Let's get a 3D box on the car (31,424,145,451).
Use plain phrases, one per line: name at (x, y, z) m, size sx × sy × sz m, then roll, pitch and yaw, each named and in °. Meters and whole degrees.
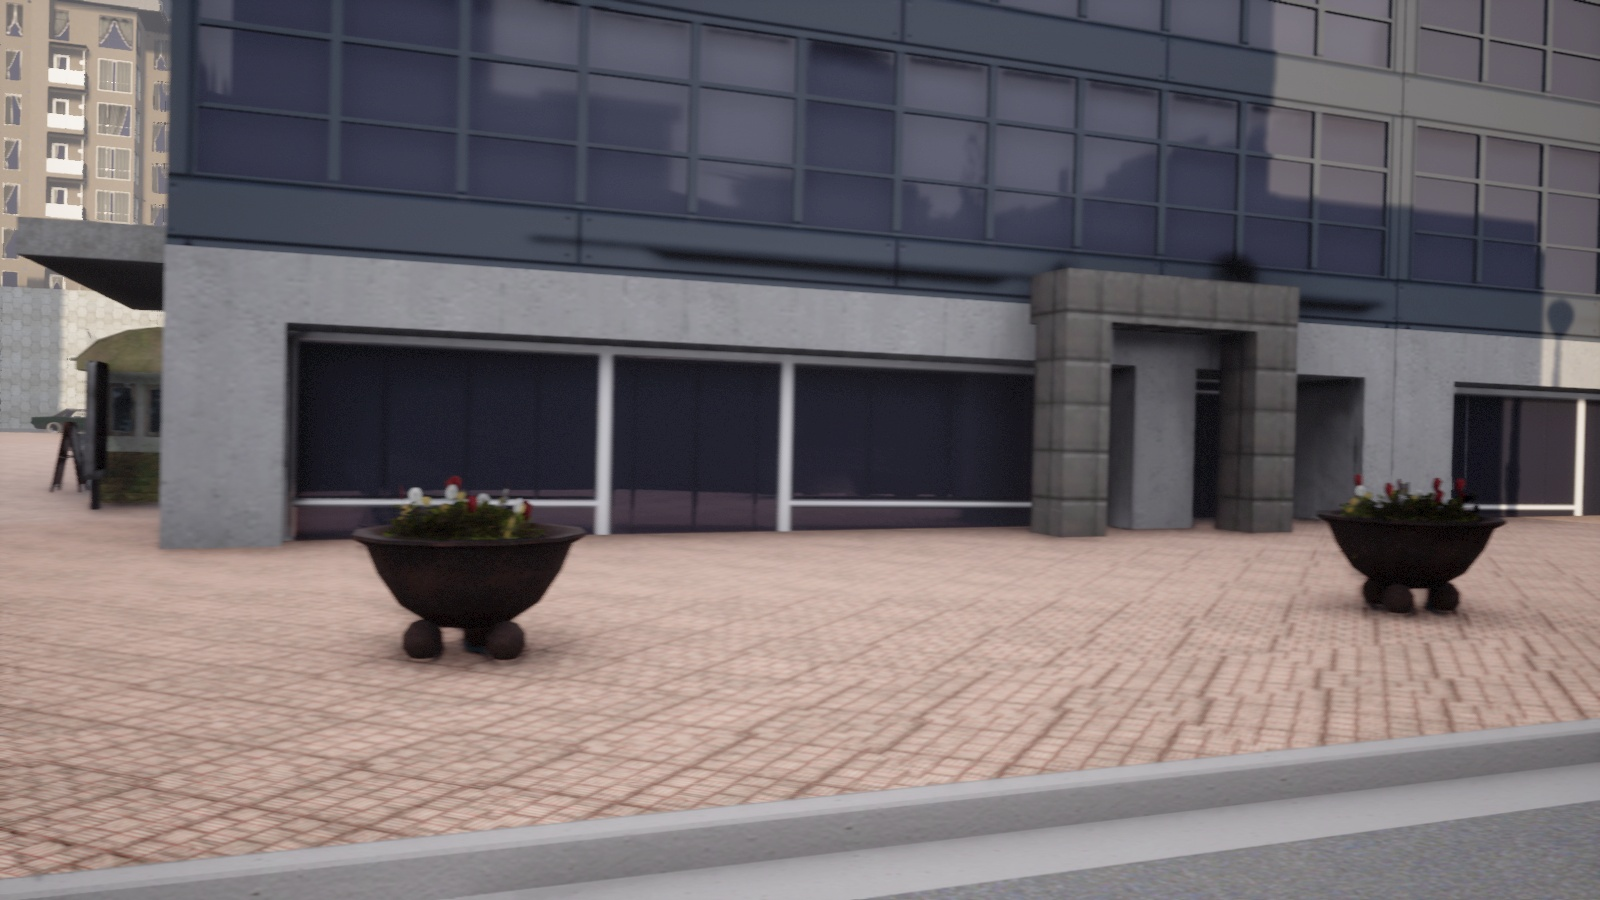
car at (-35.794, -0.613, 63.233) m, size 4.718 × 1.301 × 1.895 m, roll 0°, pitch 1°, yaw -19°
